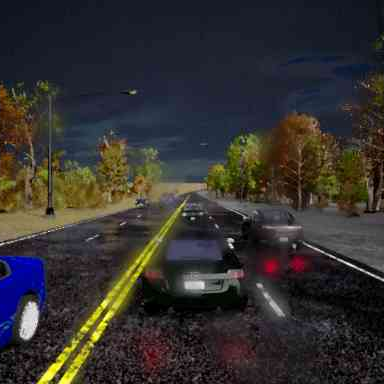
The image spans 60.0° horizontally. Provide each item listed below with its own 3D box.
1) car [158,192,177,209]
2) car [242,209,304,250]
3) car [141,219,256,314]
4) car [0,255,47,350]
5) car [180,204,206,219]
[{"bbox_3d":[-3.259,1.024,45.100,2.150,2.045,5.566,0,0,0],"label":"car"},{"bbox_3d":[3.324,1.489,14.362,2.128,1.511,4.902,0,0,1],"label":"car"},{"bbox_3d":[0.057,1.563,7.686,1.994,1.385,4.181,0,0,0],"label":"car"},{"bbox_3d":[-3.350,1.477,3.507,1.882,1.535,5.008,0,0,0],"label":"car"},{"bbox_3d":[0.058,1.572,25.981,1.895,1.301,4.718,-2,1,0],"label":"car"}]
